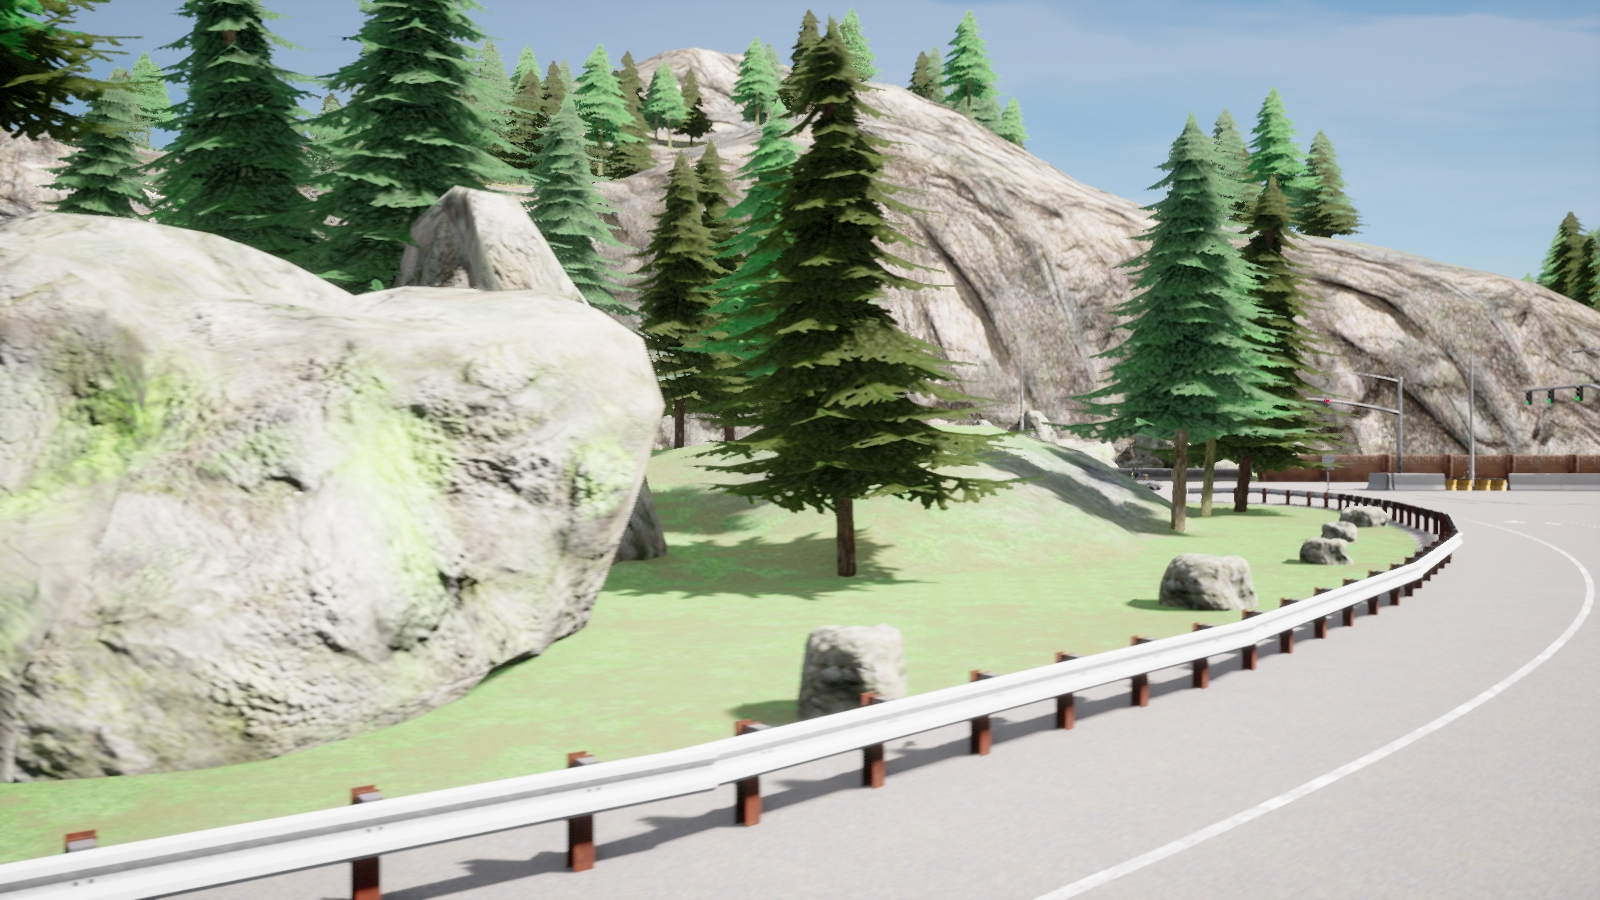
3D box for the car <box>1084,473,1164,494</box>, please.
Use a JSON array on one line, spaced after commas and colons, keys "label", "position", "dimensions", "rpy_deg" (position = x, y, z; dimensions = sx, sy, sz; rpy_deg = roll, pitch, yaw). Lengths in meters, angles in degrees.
[{"label": "car", "position": [20.851, 2.173, 73.756], "dimensions": [4.718, 1.301, 1.895], "rpy_deg": [0, 0, 7]}]
